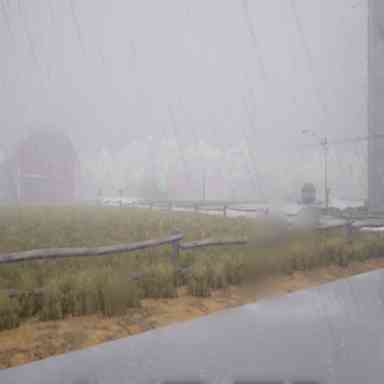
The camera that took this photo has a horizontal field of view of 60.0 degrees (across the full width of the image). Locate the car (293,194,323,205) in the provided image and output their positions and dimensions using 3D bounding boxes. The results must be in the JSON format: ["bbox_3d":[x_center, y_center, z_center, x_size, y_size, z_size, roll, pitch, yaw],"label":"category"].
[{"bbox_3d":[21.323,1.637,60.128,2.242,1.667,4.611,0,0,-36],"label":"car"}]

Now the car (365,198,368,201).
[{"bbox_3d":[40.882,1.540,74.389,1.905,1.878,3.866,0,0,-36],"label":"car"}]

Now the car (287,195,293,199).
[{"bbox_3d":[24.840,1.507,79.095,1.932,1.855,4.605,0,0,-36],"label":"car"}]
